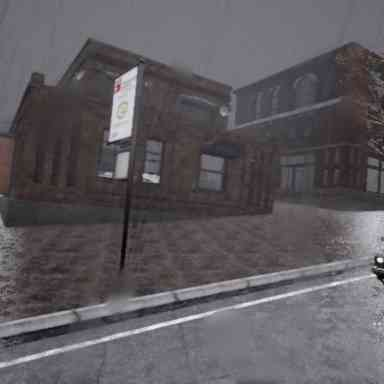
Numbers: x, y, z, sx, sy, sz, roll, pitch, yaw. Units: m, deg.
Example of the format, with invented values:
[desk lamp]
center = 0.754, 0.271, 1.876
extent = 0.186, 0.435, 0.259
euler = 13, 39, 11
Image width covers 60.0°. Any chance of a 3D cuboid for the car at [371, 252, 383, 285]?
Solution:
[car]
center = 6.491, 1.649, 8.113
extent = 4.718, 1.301, 1.895
euler = 0, 0, -32
